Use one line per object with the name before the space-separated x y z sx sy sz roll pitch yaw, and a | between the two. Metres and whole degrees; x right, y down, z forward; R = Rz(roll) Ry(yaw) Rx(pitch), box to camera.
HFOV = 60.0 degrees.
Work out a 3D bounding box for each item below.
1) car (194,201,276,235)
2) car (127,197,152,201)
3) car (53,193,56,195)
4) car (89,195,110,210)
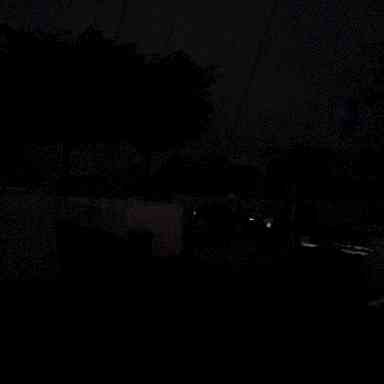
car | 2.079 1.216 17.217 2.128 1.511 4.902 1 0 -36
car | -3.938 1.109 25.430 1.812 1.442 4.674 1 0 -36
car | -16.939 0.816 43.284 1.837 1.490 4.892 1 1 -36
car | -9.970 1.000 33.669 2.033 1.411 5.357 1 0 -36
